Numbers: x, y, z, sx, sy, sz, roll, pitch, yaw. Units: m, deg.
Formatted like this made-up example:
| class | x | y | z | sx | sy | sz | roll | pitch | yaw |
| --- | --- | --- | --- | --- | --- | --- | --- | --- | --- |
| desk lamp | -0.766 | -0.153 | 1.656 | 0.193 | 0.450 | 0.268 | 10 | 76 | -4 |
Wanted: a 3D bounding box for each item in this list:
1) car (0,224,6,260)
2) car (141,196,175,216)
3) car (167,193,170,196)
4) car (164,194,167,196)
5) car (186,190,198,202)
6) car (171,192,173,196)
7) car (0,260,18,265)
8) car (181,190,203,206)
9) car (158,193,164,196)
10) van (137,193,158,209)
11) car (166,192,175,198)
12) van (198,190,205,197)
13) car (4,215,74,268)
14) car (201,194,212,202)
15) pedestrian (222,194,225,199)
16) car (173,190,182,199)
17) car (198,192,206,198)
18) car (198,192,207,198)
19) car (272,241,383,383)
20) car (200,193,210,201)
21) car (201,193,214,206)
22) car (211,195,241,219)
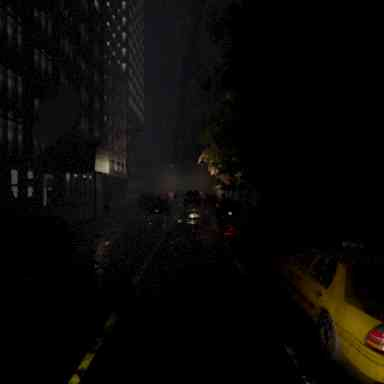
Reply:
| class | x | y | z | sx | sy | sz | roll | pitch | yaw |
| --- | --- | --- | --- | --- | --- | --- | --- | --- | --- |
| car | -5.312 | 1.496 | 5.444 | 1.887 | 1.381 | 4.507 | 0 | 0 | 0 |
| car | -2.831 | 1.311 | 28.578 | 1.994 | 1.385 | 4.181 | 0 | 1 | 0 |
| car | -5.281 | 0.944 | 55.346 | 1.967 | 1.590 | 4.097 | 0 | 1 | 0 |
| car | -5.285 | 0.995 | 49.801 | 1.967 | 1.590 | 4.097 | 0 | 1 | 0 |
| car | 0.036 | 0.675 | 60.592 | 2.150 | 2.045 | 5.566 | 0 | 1 | 0 |
| car | -5.275 | 0.983 | 66.437 | 1.802 | 1.307 | 4.206 | 0 | 1 | 0 |
| car | -2.839 | 1.482 | 0.879 | 2.128 | 1.511 | 4.902 | 0 | 1 | 0 |
| car | 0.058 | 0.822 | 45.139 | 2.150 | 2.045 | 5.566 | 0 | 1 | 1 |
| car | -5.288 | 1.156 | 44.258 | 2.008 | 1.369 | 4.403 | 0 | 1 | 0 |
| van | -5.291 | 0.997 | 38.711 | 1.690 | 1.788 | 3.998 | 0 | 1 | 0 |
| car | -5.265 | 0.789 | 83.070 | 1.887 | 1.381 | 4.507 | 0 | 1 | 0 |
| van | 2.622 | 0.479 | 94.151 | 1.690 | 1.788 | 3.998 | 0 | 1 | 0 |
| car | -5.308 | 1.469 | 10.989 | 1.947 | 1.339 | 4.313 | 0 | 0 | 0 |
| car | 2.602 | 1.018 | 60.883 | 1.947 | 1.339 | 4.313 | 0 | 1 | 0 |
| pedestrian | 2.767 | 1.033 | 29.435 | 0.375 | 1.860 | 0.375 | 0 | 0 | 0 |
| car | -2.709 | 0.581 | 69.938 | 2.150 | 2.045 | 5.566 | 0 | 1 | 0 |
| car | 2.619 | 0.736 | 88.608 | 1.887 | 1.381 | 4.507 | 0 | 1 | 0 |
| car | 2.616 | 0.795 | 83.063 | 2.008 | 1.369 | 4.403 | 0 | 1 | 0 |
| car | 2.569 | 1.475 | 5.602 | 1.752 | 1.417 | 4.829 | 0 | 1 | 0 |
| car | 2.606 | 0.945 | 66.428 | 1.887 | 1.381 | 4.507 | 0 | 1 | 0 |
| car | 2.592 | 1.150 | 44.248 | 1.887 | 1.381 | 4.507 | 0 | 1 | 0 |
| car | 2.766 | 1.271 | 26.490 | 1.837 | 1.490 | 4.892 | 0 | 1 | 0 |
